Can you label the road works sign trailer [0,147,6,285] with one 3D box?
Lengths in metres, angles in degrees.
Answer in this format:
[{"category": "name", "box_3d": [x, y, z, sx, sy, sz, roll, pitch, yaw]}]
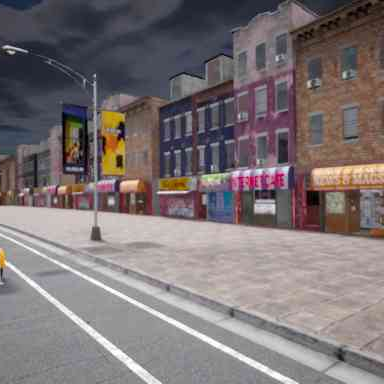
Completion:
[{"category": "road works sign trailer", "box_3d": [-6.328, 0.482, 8.572, 2.380, 3.560, 2.880, 0, 0, -39]}]
